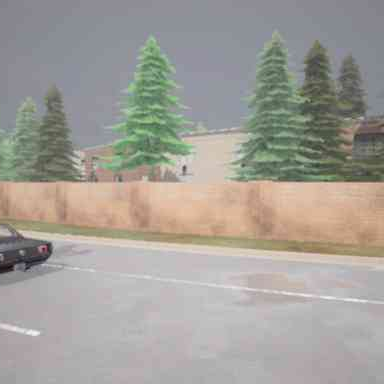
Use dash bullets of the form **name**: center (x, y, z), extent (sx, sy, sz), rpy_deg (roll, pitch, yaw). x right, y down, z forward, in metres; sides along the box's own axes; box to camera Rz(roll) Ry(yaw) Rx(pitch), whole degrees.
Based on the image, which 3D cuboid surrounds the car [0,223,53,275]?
- **car**: center (-6.086, 1.461, 8.764), extent (4.718, 1.301, 1.895), rpy_deg (1, 1, 24)
